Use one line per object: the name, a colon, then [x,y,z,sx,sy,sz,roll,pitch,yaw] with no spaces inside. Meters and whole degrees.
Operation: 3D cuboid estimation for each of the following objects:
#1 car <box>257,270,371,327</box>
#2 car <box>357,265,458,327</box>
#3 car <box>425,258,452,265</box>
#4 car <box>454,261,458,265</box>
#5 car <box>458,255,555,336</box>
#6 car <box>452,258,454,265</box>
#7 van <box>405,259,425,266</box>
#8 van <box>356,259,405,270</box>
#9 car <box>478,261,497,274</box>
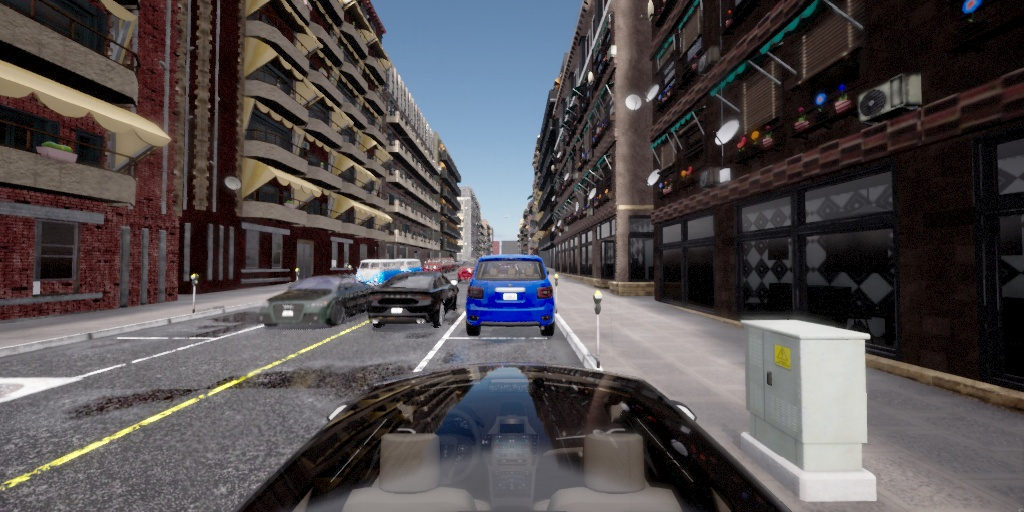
car: [-5.871,1.319,11.385,1.994,1.385,4.181,0,0,0]
car: [-2.921,1.233,11.568,1.882,1.535,5.008,0,0,0]
car: [-8.337,1.115,39.194,2.192,1.841,5.009,0,0,0]
car: [-3.022,1.130,28.461,2.097,1.767,4.553,0,0,0]
car: [-0.040,0.983,10.533,2.150,2.045,5.566,0,0,0]
car: [-8.338,1.128,44.724,2.192,1.841,5.009,0,0,0]
van: [-8.337,1.118,28.134,1.690,1.789,3.998,0,0,0]
van: [-8.336,1.108,22.602,1.690,1.789,3.998,0,0,0]
car: [-2.924,1.358,43.763,2.033,1.411,5.357,0,0,0]
